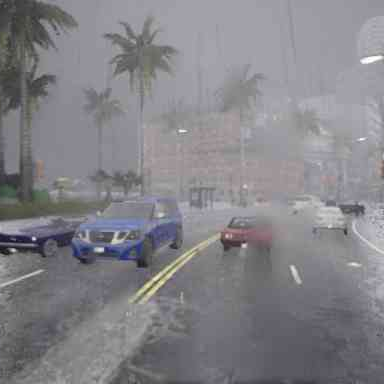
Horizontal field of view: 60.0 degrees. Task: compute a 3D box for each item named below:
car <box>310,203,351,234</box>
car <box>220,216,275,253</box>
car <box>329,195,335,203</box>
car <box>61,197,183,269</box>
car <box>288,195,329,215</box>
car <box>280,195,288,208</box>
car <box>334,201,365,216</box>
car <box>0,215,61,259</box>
[{"bbox_3d":[8.314,1.634,20.174,1.812,1.442,4.674,0,0,21],"label":"car"},{"bbox_3d":[2.505,1.646,14.027,1.895,1.301,4.718,0,0,15],"label":"car"},{"bbox_3d":[19.646,1.482,49.770,2.150,2.045,5.566,0,0,42],"label":"car"},{"bbox_3d":[-1.887,1.222,11.716,2.150,2.045,5.566,0,0,13],"label":"car"},{"bbox_3d":[12.422,1.390,35.142,2.150,2.045,5.566,0,0,34],"label":"car"},{"bbox_3d":[15.337,1.444,50.192,2.150,2.045,5.566,0,-1,42],"label":"car"},{"bbox_3d":[17.124,1.691,35.596,1.882,1.535,5.008,0,0,37],"label":"car"},{"bbox_3d":[-5.207,1.572,12.805,1.895,1.301,4.718,0,0,14],"label":"car"}]
